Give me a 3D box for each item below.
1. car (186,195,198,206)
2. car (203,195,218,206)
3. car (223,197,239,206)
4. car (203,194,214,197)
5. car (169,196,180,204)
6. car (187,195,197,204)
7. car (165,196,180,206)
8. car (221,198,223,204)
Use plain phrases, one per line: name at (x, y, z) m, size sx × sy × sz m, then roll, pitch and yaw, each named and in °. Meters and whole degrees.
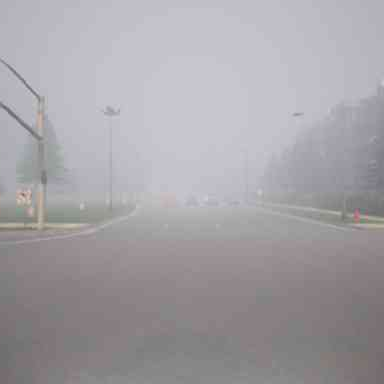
car at (-0.020, 1.670, 57.565) m, size 1.994 × 1.385 × 4.181 m, roll 0°, pitch 0°, yaw 0°
car at (3.480, 1.670, 57.600) m, size 1.994 × 1.385 × 4.181 m, roll 0°, pitch 0°, yaw 0°
car at (6.980, 1.707, 57.631) m, size 1.895 × 1.301 × 4.718 m, roll 0°, pitch 0°, yaw 0°
car at (3.476, 1.327, 67.631) m, size 2.150 × 2.045 × 5.566 m, roll 0°, pitch 0°, yaw 0°
car at (-3.524, 1.630, 67.598) m, size 1.812 × 1.442 × 4.674 m, roll 0°, pitch 0°, yaw 0°
car at (-0.024, 1.458, 67.570) m, size 2.097 × 1.767 × 4.553 m, roll 0°, pitch 0°, yaw 0°
car at (-3.520, 1.458, 57.568) m, size 2.097 × 1.767 × 4.553 m, roll 0°, pitch 0°, yaw 0°
car at (6.976, 1.647, 67.602) m, size 2.033 × 1.411 × 5.357 m, roll 0°, pitch 0°, yaw 0°
